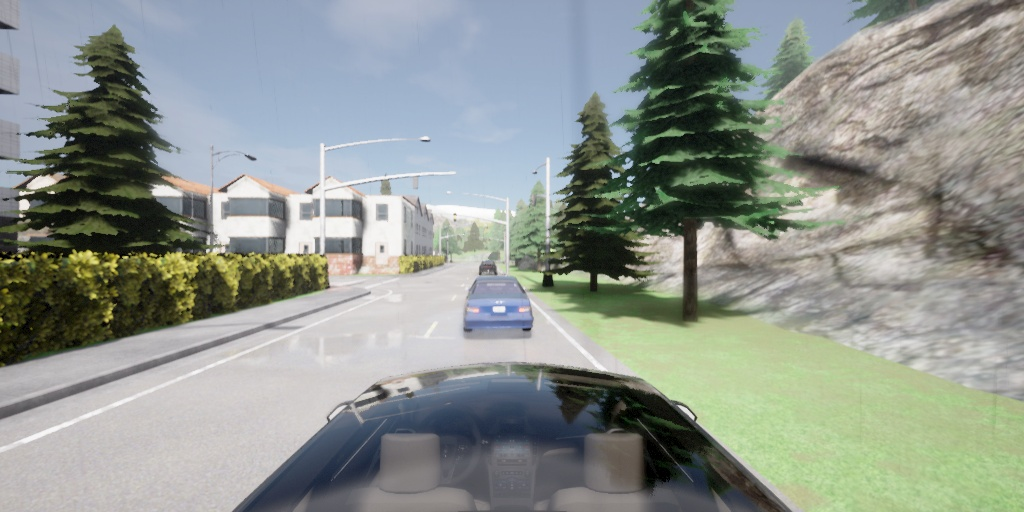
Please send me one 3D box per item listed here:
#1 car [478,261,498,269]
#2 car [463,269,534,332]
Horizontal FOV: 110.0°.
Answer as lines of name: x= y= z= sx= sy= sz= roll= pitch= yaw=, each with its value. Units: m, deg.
car: x=-2.632 y=1.241 z=39.090 sx=1.837 sy=1.490 sz=4.892 roll=0 pitch=0 yaw=-4
car: x=-0.481 y=1.294 z=10.880 sx=2.033 sy=1.411 sz=5.357 roll=0 pitch=0 yaw=-4
